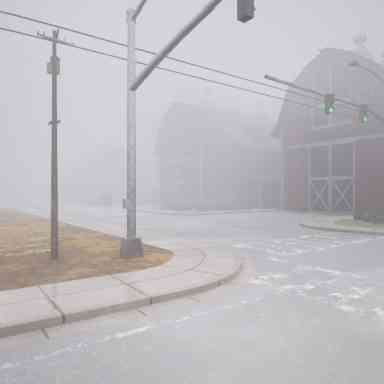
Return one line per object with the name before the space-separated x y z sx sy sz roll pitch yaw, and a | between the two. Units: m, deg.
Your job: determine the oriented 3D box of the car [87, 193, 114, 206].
car | -13.846 1.118 50.577 3.866 1.878 1.905 -2 5 11
